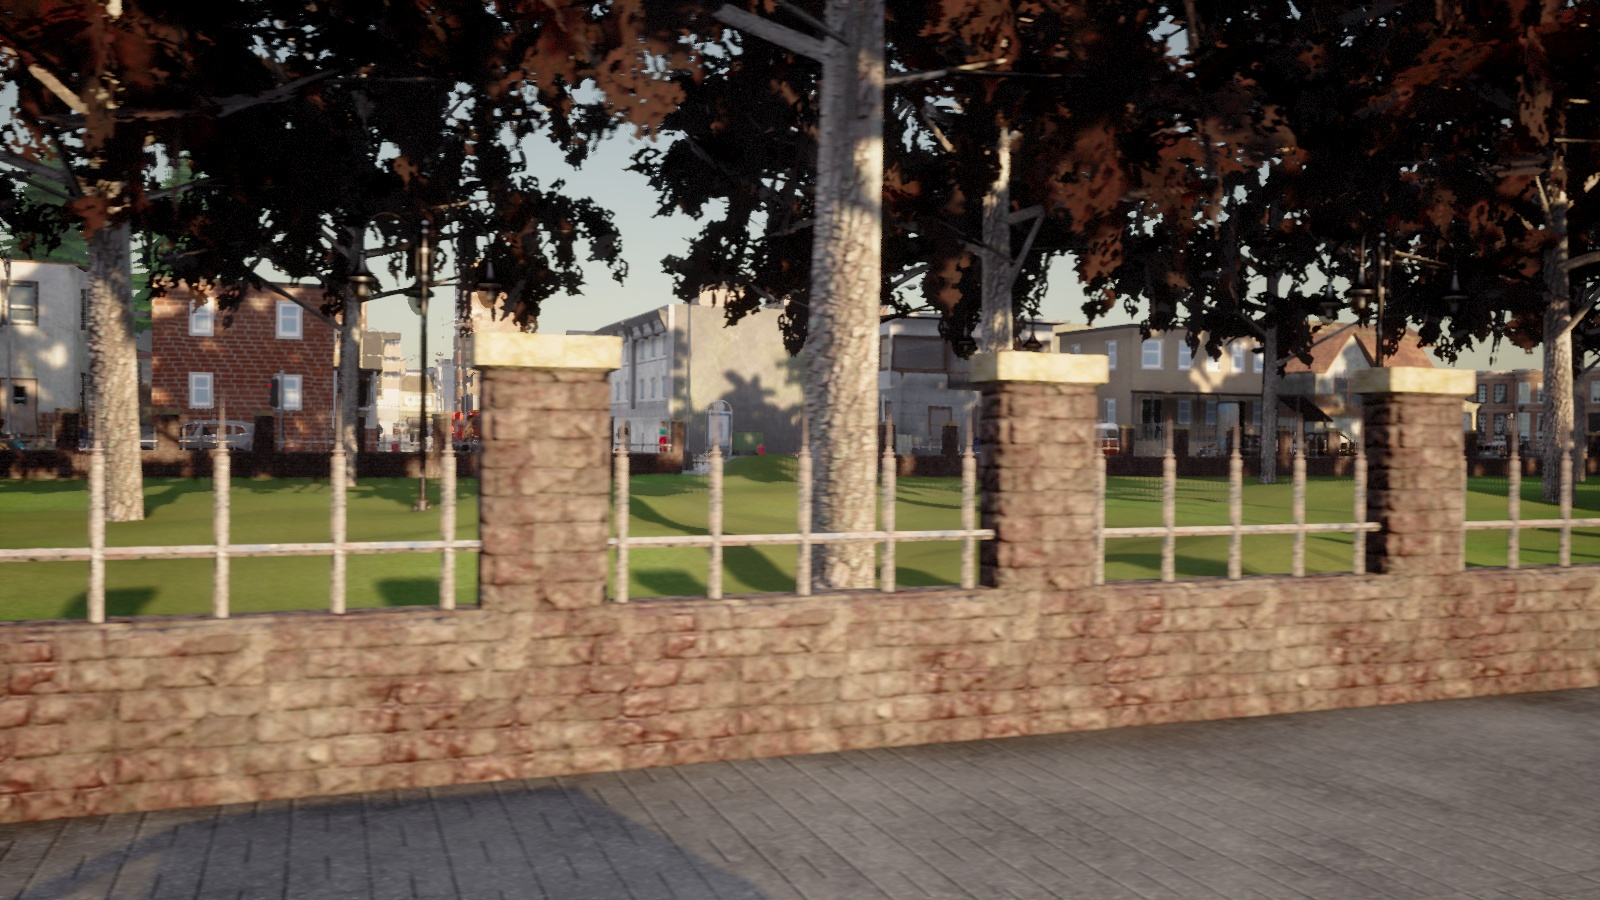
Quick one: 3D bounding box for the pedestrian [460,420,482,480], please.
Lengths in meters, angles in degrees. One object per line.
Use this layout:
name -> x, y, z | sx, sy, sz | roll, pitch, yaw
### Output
pedestrian -> -10.067, 0.002, 38.421 | 0.594, 1.836, 0.345 | -1, 1, -21

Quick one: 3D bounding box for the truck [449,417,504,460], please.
truck -> -19.453, -0.672, 75.406 | 2.627, 2.467, 5.204 | -1, 0, -21

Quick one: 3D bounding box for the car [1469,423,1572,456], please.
car -> 35.147, -0.510, 61.248 | 4.514, 1.525, 2.007 | -1, 1, -22

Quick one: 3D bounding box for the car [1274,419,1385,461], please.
car -> 24.053, -0.479, 57.072 | 4.605, 1.855, 1.932 | -1, 1, -21

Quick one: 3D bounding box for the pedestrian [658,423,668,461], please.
pedestrian -> -6.713, -0.385, 61.548 | 0.345, 1.836, 0.594 | 0, 1, 10

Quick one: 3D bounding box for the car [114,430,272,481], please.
car -> -21.061, 0.151, 43.791 | 4.611, 1.667, 2.242 | -1, 1, -15

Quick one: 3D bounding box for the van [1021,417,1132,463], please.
van -> 12.531, -0.469, 56.971 | 4.480, 2.038, 2.069 | -1, 1, -21

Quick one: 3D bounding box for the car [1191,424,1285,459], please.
car -> 20.983, -0.419, 60.185 | 3.988, 1.617, 1.851 | -1, 1, -21
